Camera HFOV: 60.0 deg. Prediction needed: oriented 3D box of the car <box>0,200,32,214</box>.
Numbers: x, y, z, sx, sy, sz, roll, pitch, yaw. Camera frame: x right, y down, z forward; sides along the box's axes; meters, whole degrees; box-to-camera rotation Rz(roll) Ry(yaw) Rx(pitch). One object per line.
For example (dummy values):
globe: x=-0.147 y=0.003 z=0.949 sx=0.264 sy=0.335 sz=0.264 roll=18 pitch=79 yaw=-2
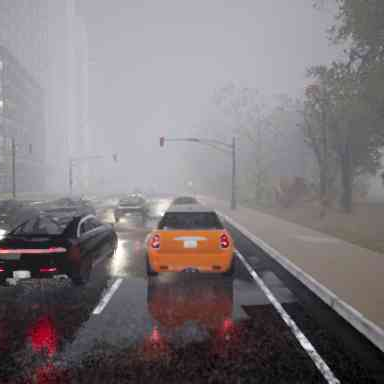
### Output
car: x=-10.231 y=1.136 z=18.587 sx=1.994 sy=1.385 sz=4.181 roll=0 pitch=1 yaw=-2

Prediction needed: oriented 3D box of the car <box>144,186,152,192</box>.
car: x=-12.467 y=-0.941 z=94.465 sx=1.882 sy=1.535 sz=5.008 roll=0 pitch=1 yaw=-11

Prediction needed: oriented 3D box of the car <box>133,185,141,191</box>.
car: x=-14.588 y=-0.977 z=88.134 sx=1.837 sy=1.490 sz=4.892 roll=0 pitch=1 yaw=-10

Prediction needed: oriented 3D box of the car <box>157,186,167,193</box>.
car: x=-7.450 y=-0.435 z=85.145 sx=1.895 sy=1.301 sz=4.718 roll=0 pitch=1 yaw=-10

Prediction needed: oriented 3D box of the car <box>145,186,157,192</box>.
car: x=-10.580 y=-0.525 z=84.183 sx=1.882 sy=1.535 sz=5.008 roll=0 pitch=1 yaw=-10

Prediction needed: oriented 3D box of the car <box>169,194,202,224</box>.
car: x=-0.441 y=0.978 z=21.471 sx=1.882 sy=1.535 sz=5.008 roll=0 pitch=1 yaw=-1

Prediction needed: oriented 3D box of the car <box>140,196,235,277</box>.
car: x=-0.052 y=1.130 z=9.648 sx=2.097 sy=1.767 sz=4.553 roll=0 pitch=2 yaw=0

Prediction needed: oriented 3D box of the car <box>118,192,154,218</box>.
car: x=-3.667 y=1.004 z=21.003 sx=2.128 sy=1.511 sz=4.902 roll=0 pitch=1 yaw=-2

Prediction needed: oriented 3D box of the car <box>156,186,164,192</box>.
car: x=-9.274 y=-0.912 z=95.068 sx=1.812 sy=1.442 sz=4.674 roll=0 pitch=1 yaw=-11

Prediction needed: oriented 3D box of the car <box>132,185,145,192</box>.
car: x=-12.018 y=-0.362 z=72.752 sx=2.097 sy=1.767 sz=4.553 roll=0 pitch=1 yaw=-8

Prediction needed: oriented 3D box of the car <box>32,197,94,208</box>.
car: x=-7.004 y=1.046 z=19.326 sx=2.128 sy=1.511 sz=4.902 roll=0 pitch=1 yaw=-2

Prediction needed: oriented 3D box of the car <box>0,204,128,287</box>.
car: x=-3.275 y=1.290 z=8.745 sx=2.128 sy=1.511 sz=4.902 roll=0 pitch=1 yaw=-1
